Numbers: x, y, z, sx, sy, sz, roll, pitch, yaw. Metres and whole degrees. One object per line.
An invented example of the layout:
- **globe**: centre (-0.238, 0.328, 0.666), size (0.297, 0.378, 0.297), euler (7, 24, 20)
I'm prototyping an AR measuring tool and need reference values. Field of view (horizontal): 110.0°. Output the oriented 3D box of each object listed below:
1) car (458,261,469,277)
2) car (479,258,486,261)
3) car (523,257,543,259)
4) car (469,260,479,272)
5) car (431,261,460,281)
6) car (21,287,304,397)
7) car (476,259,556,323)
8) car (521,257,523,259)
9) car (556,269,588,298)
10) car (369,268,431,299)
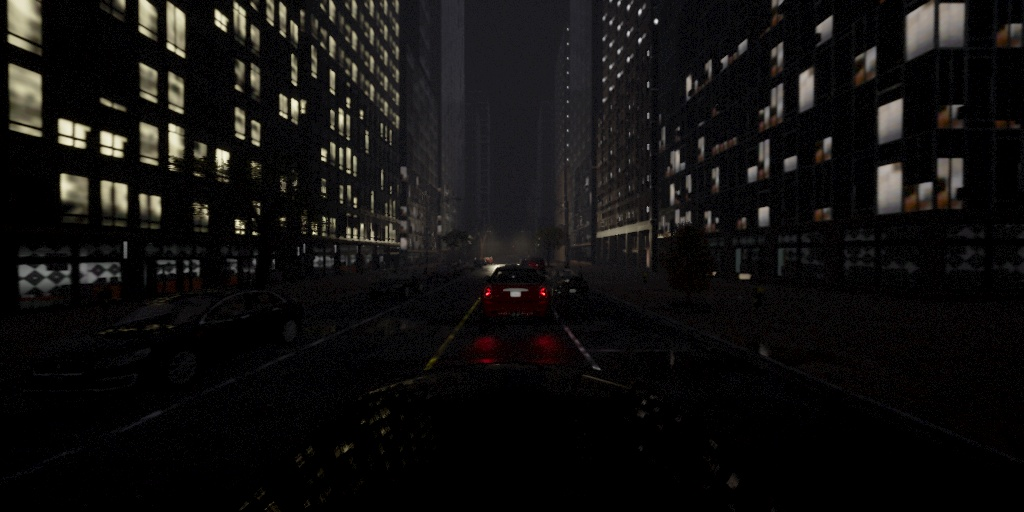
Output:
- **car**: centre (-5.692, 1.191, 35.078), size (1.967, 1.591, 4.097), euler (0, 0, 0)
- **car**: centre (-5.693, 1.316, 57.813), size (1.948, 1.339, 4.313), euler (0, 0, 0)
- **car**: centre (2.688, 1.065, 40.763), size (2.192, 1.841, 5.009), euler (0, 0, 0)
- **car**: centre (-5.692, 1.276, 46.276), size (1.751, 1.417, 4.829), euler (0, 0, 0)
- **car**: centre (-5.692, 1.333, 29.395), size (1.802, 1.307, 4.207), euler (0, 0, 0)
- **car**: centre (-5.692, 1.301, 6.660), size (2.007, 1.370, 4.403), euler (0, 0, 0)
- **car**: centre (0.102, 1.102, 12.301), size (2.097, 1.767, 4.553), euler (0, 0, 0)
- **car**: centre (2.688, 1.065, 46.447), size (2.192, 1.841, 5.009), euler (0, 0, 0)
- **car**: centre (2.689, 1.301, 18.028), size (2.007, 1.370, 4.403), euler (0, 0, 0)
- **car**: centre (-5.692, 1.301, 18.027), size (2.007, 1.370, 4.403), euler (0, 0, 0)
